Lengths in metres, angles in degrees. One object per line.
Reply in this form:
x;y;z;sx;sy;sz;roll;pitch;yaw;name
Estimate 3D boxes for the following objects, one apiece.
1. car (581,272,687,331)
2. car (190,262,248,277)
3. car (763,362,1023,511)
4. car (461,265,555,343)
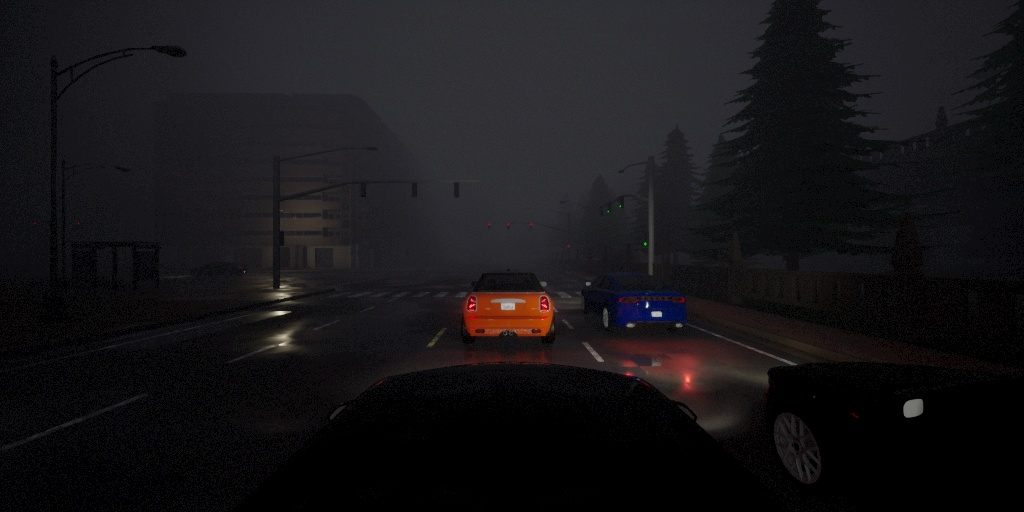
3.419;1.228;10.969;1.882;1.535;5.008;0;0;0;car
-29.056;1.310;35.630;4.892;1.490;1.837;0;0;-1;car
3.288;1.228;1.443;1.882;1.535;5.008;0;0;3;car
-0.081;1.102;9.825;2.097;1.767;4.553;0;0;0;car
